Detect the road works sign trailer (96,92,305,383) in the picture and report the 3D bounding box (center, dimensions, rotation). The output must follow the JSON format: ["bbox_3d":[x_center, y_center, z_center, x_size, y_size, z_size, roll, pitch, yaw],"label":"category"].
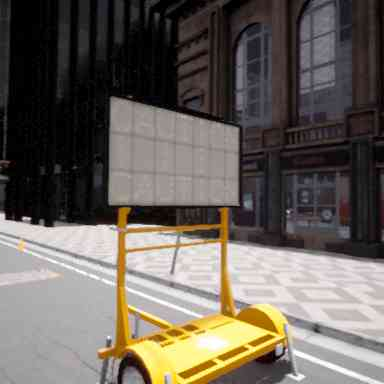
[{"bbox_3d":[-0.279,0.616,4.705,2.380,3.560,2.880,2,-2,-42],"label":"road works sign trailer"}]

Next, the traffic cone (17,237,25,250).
[{"bbox_3d":[-7.871,2.353,15.343,0.340,0.580,0.340,2,-2,-42],"label":"traffic cone"}]
